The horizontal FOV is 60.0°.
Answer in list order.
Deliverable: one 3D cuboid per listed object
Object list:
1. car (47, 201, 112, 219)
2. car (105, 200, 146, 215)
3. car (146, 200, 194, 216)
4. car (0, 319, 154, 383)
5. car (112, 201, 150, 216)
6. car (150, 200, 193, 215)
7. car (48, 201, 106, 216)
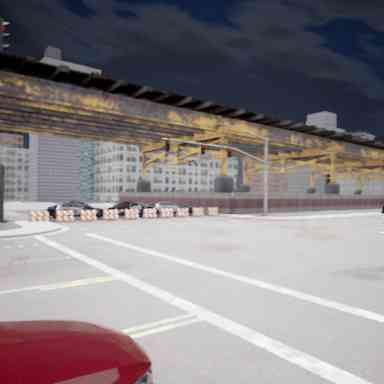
[{"bbox_3d":[-10.002,1.564,29.212,4.974,1.542,2.038,1,0,8],"label":"car"},{"bbox_3d":[-6.242,1.465,31.951,1.853,1.218,4.536,0,0,18],"label":"car"},{"bbox_3d":[-2.353,1.690,35.663,4.974,1.542,2.038,1,0,-7],"label":"car"},{"bbox_3d":[-2.438,1.514,2.023,4.674,1.442,1.812,1,0,-35],"label":"car"},{"bbox_3d":[-6.260,1.622,31.900,2.038,1.542,4.974,0,0,18],"label":"car"},{"bbox_3d":[-2.403,1.532,35.657,4.536,1.218,1.853,1,0,-7],"label":"car"},{"bbox_3d":[-10.052,1.406,29.220,4.536,1.218,1.853,1,0,8],"label":"car"}]
